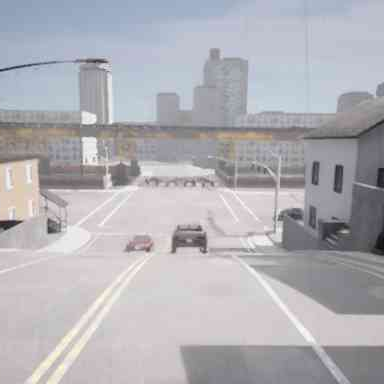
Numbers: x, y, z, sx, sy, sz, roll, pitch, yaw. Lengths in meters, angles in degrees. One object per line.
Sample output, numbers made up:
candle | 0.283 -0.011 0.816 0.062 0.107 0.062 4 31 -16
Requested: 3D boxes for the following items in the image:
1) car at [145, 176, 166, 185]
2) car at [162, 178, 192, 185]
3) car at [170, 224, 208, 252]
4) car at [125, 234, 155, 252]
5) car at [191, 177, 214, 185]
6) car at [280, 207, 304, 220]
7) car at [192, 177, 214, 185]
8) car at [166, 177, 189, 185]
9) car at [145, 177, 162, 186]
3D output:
car | -7.724 -2.424 69.952 4.536 1.218 1.853 9 12 43
car | -3.080 -2.205 69.951 4.974 1.542 2.038 -6 11 -36
car | -0.172 2.578 18.493 2.128 1.511 4.902 1 -10 -1
car | -3.817 3.948 25.231 1.812 1.442 4.674 1 -8 -1
car | 2.244 -2.416 70.732 4.536 1.218 1.853 5 10 28
car | 12.913 2.626 40.409 4.181 1.385 1.994 1 9 1
car | 2.287 -2.256 70.732 4.974 1.542 2.038 5 10 28
car | -3.037 -2.365 69.958 4.536 1.218 1.853 -6 11 -36
car | -7.688 -2.262 69.940 4.974 1.542 2.038 9 12 43
